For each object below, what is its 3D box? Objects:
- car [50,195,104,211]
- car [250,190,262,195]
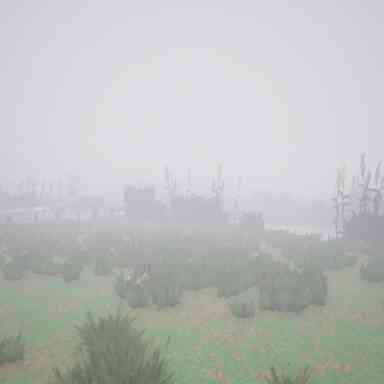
[{"bbox_3d":[-10.355,1.107,30.306,1.837,1.490,4.892,0,3,41],"label":"car"},{"bbox_3d":[10.346,0.765,47.434,2.150,2.045,5.566,0,-2,44],"label":"car"}]
